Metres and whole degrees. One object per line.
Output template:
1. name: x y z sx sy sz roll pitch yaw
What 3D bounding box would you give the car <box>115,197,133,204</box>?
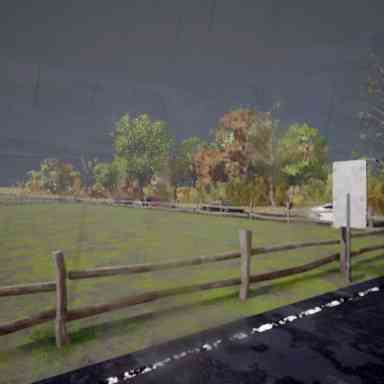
1. car: -12.461 1.543 61.273 2.033 1.411 5.357 0 0 -35

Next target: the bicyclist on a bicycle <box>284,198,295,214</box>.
1. bicyclist on a bicycle: 10.026 1.441 34.231 1.656 1.620 0.582 -1 0 -35

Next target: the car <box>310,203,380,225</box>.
1. car: 10.472 1.506 23.080 1.812 1.442 4.674 0 0 -35

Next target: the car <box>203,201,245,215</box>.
1. car: 3.189 1.598 33.618 1.895 1.301 4.718 0 0 -35

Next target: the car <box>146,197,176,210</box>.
1. car: -3.898 1.530 43.895 1.812 1.442 4.674 0 0 -35

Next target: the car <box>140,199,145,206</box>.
1. car: -6.518 1.479 52.759 1.882 1.535 5.008 0 0 -34
